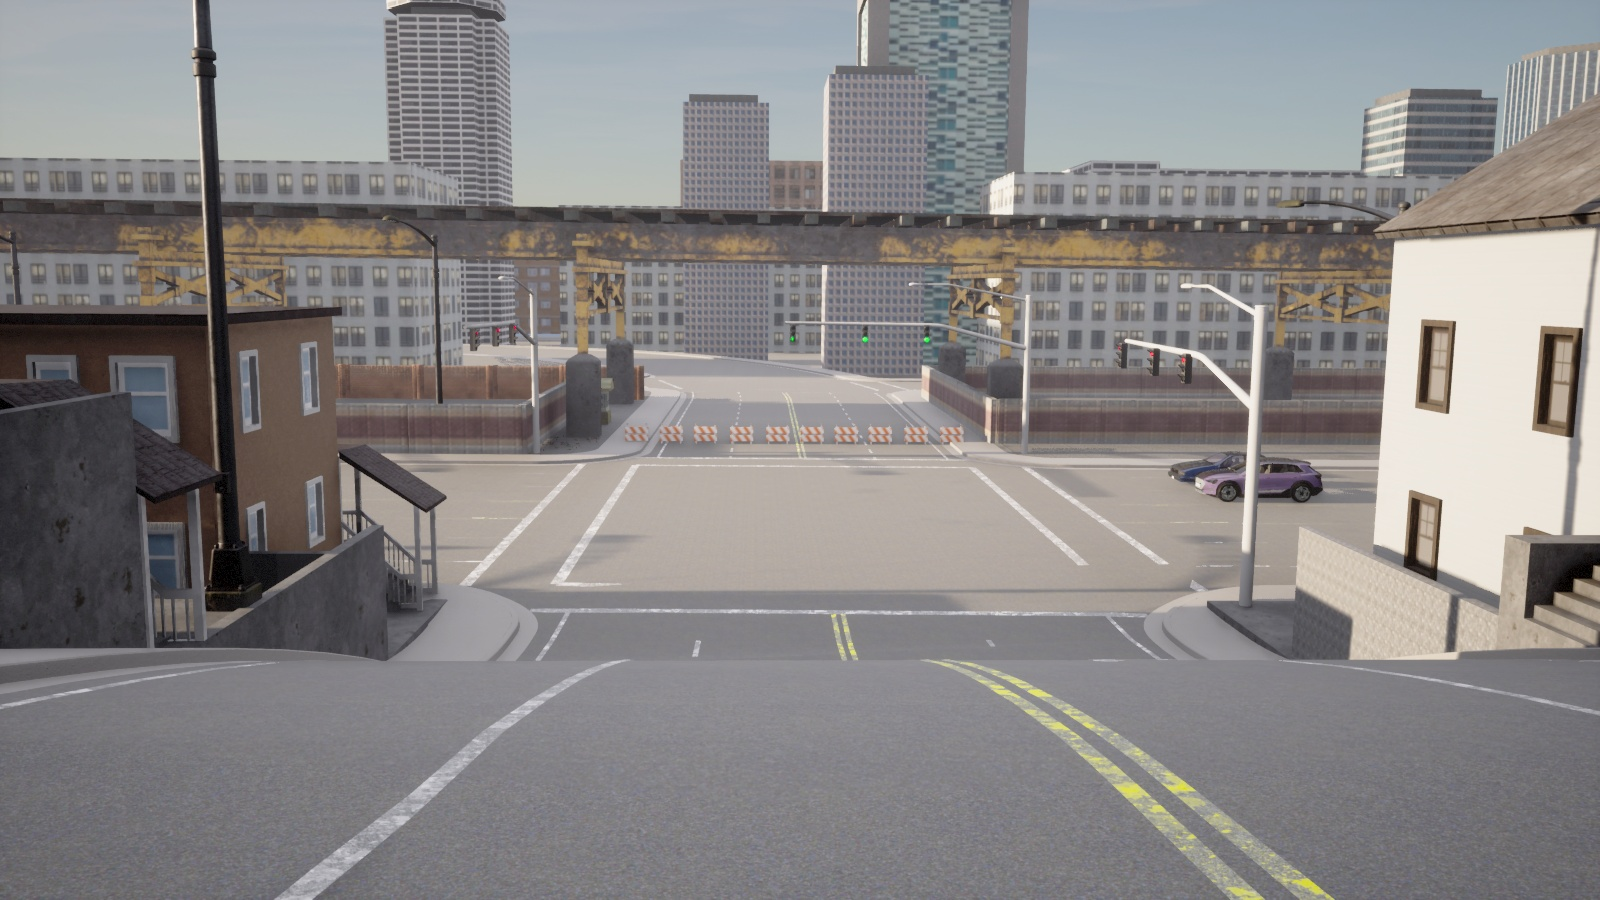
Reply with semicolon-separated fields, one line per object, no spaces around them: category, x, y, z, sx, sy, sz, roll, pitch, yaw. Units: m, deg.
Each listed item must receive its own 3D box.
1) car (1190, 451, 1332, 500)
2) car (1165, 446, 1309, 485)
car;18.330;0.991;50.137;4.856;1.649;2.033;0;8;0
car;18.594;0.645;53.626;5.357;1.411;2.033;0;8;0
